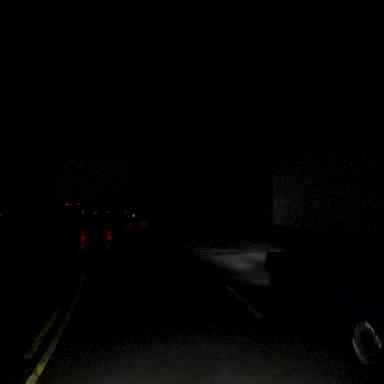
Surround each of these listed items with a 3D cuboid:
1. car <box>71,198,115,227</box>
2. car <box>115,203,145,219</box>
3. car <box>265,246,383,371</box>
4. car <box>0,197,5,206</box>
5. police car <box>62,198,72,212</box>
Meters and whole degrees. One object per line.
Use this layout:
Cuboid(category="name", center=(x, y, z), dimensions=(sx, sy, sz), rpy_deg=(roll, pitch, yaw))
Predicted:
Cuboid(category="car", center=(-7.032, 1.373, 23.333), dimensions=(2.097, 1.767, 4.553), rpy_deg=(0, 0, -24))
Cuboid(category="car", center=(-5.631, 1.608, 28.900), dimensions=(1.895, 1.301, 4.718), rpy_deg=(0, 0, -24))
Cuboid(category="car", center=(2.885, 1.576, 5.670), dimensions=(1.895, 1.301, 4.718), rpy_deg=(0, 0, -9))
Cuboid(category="car", center=(-23.002, 1.240, 41.666), dimensions=(1.882, 1.535, 5.008), rpy_deg=(0, 0, -24))
Cuboid(category="police car", center=(-14.447, 1.560, 39.964), dimensions=(2.038, 1.542, 4.974), rpy_deg=(0, 0, -24))
